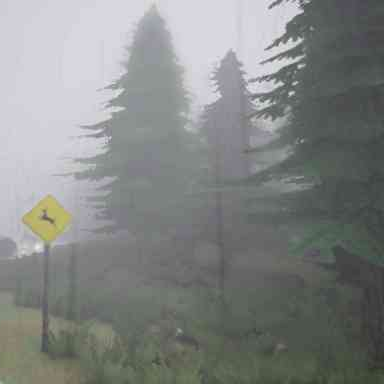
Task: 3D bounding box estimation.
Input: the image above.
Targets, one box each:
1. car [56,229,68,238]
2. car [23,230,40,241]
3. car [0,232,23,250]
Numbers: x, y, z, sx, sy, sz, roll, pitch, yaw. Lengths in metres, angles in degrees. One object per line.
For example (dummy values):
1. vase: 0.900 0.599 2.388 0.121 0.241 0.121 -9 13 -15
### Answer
1. car: -17.838 5.526 44.720 1.882 1.535 5.008 2 -6 -26
2. car: -19.690 5.317 40.757 1.895 1.301 4.718 2 -6 -24
3. car: -11.967 3.036 19.438 2.097 1.767 4.553 2 -6 -11
